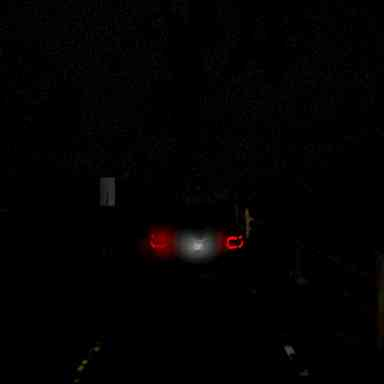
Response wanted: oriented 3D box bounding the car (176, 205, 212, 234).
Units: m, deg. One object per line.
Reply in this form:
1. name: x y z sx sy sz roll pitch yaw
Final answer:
1. car: 0.039 1.519 19.828 1.895 1.301 4.718 0 0 -2

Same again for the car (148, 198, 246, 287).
1. car: 0.105 1.183 9.316 2.150 2.045 5.566 0 0 0

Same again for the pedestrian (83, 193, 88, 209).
1. pedestrian: -12.174 0.979 37.851 0.375 1.860 0.375 0 -1 0
